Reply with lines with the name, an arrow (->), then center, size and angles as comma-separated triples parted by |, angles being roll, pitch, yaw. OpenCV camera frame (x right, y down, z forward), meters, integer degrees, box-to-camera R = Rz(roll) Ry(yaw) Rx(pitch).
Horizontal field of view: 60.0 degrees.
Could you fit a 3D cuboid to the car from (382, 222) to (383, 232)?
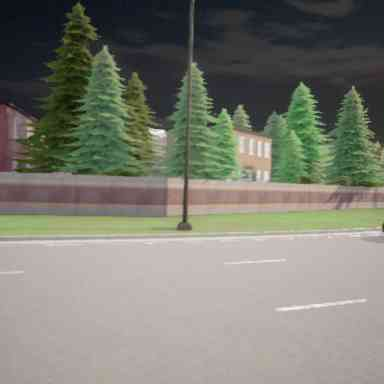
car -> 11.003, 1.507, 15.675 | 4.674, 1.442, 1.812 | 1, 2, -26
